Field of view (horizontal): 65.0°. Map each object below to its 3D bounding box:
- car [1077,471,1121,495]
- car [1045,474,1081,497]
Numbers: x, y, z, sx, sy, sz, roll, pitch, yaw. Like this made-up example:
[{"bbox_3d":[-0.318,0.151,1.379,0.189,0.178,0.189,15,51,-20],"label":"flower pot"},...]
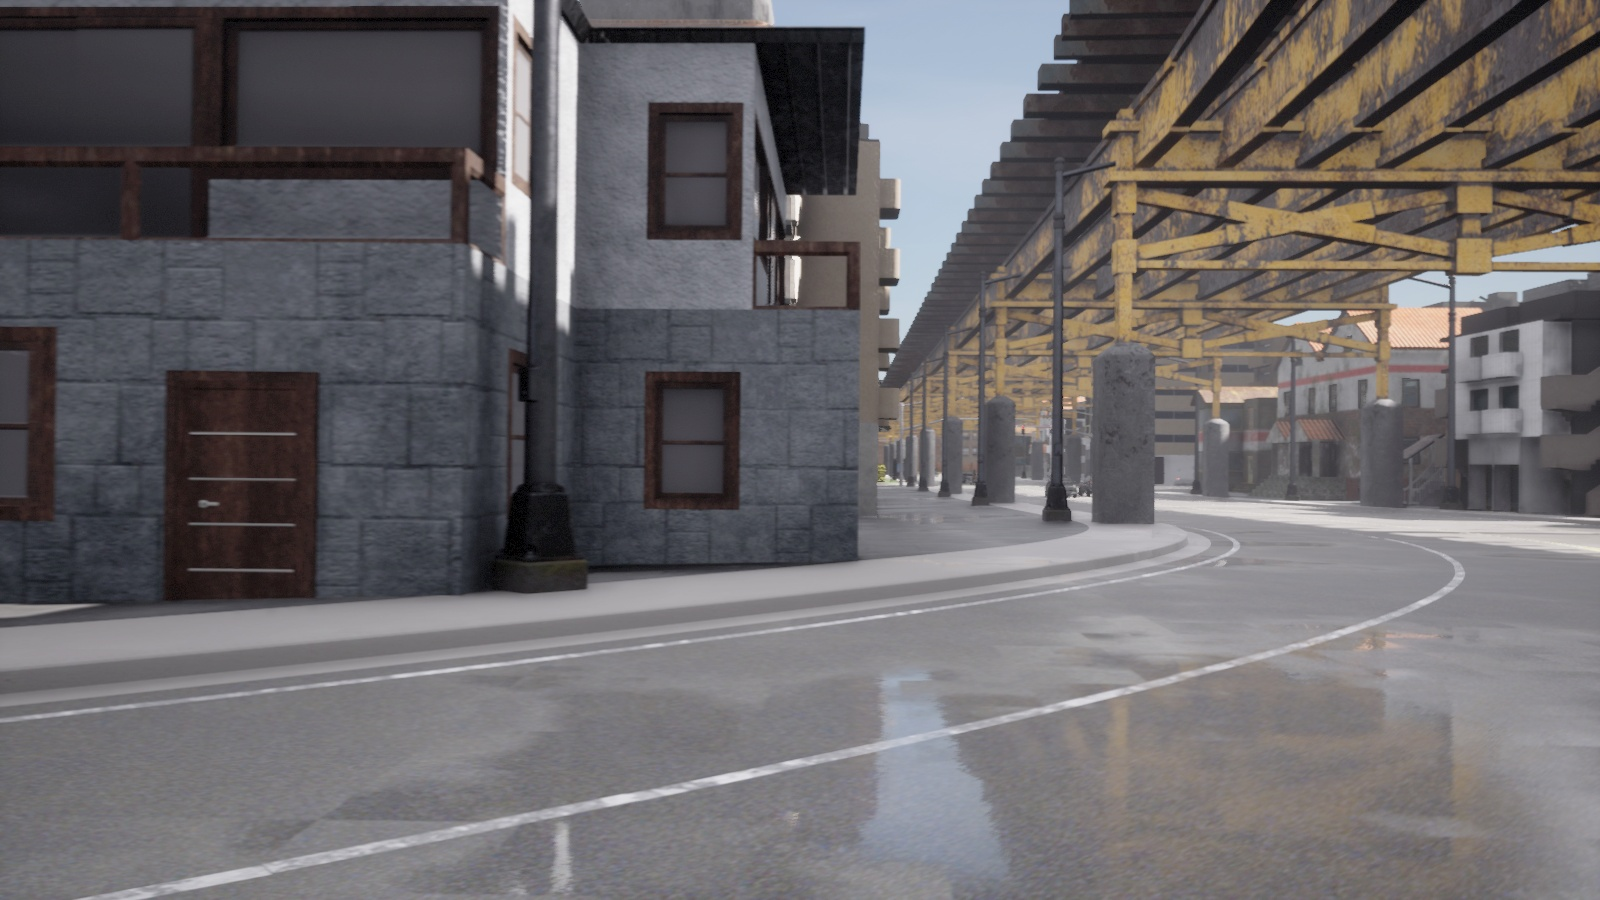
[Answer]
[{"bbox_3d":[21.679,2.377,91.106,2.242,1.667,4.611,0,-1,2],"label":"car"},{"bbox_3d":[17.993,2.418,85.936,1.789,1.549,3.705,0,-1,2],"label":"car"}]
